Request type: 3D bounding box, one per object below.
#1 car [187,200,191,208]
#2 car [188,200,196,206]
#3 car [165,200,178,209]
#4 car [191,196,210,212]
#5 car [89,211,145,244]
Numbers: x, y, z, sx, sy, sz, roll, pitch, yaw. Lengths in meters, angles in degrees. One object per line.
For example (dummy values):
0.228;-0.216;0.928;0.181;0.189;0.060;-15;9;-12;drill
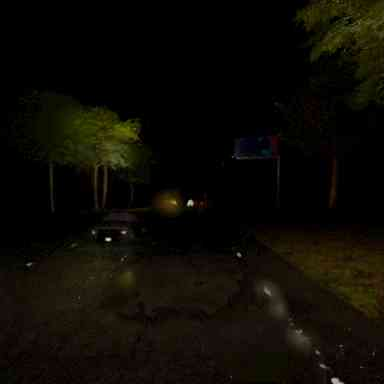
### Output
0.000;2.326;64.158;1.812;1.442;4.674;0;-1;0;car
0.000;2.612;80.161;1.994;1.385;4.181;0;-2;0;car
-3.547;2.134;58.296;1.882;1.535;5.008;0;-1;0;car
1.225;1.625;45.326;2.150;2.045;5.566;0;-1;0;car
-3.598;1.678;16.996;2.033;1.411;5.357;0;0;0;car
